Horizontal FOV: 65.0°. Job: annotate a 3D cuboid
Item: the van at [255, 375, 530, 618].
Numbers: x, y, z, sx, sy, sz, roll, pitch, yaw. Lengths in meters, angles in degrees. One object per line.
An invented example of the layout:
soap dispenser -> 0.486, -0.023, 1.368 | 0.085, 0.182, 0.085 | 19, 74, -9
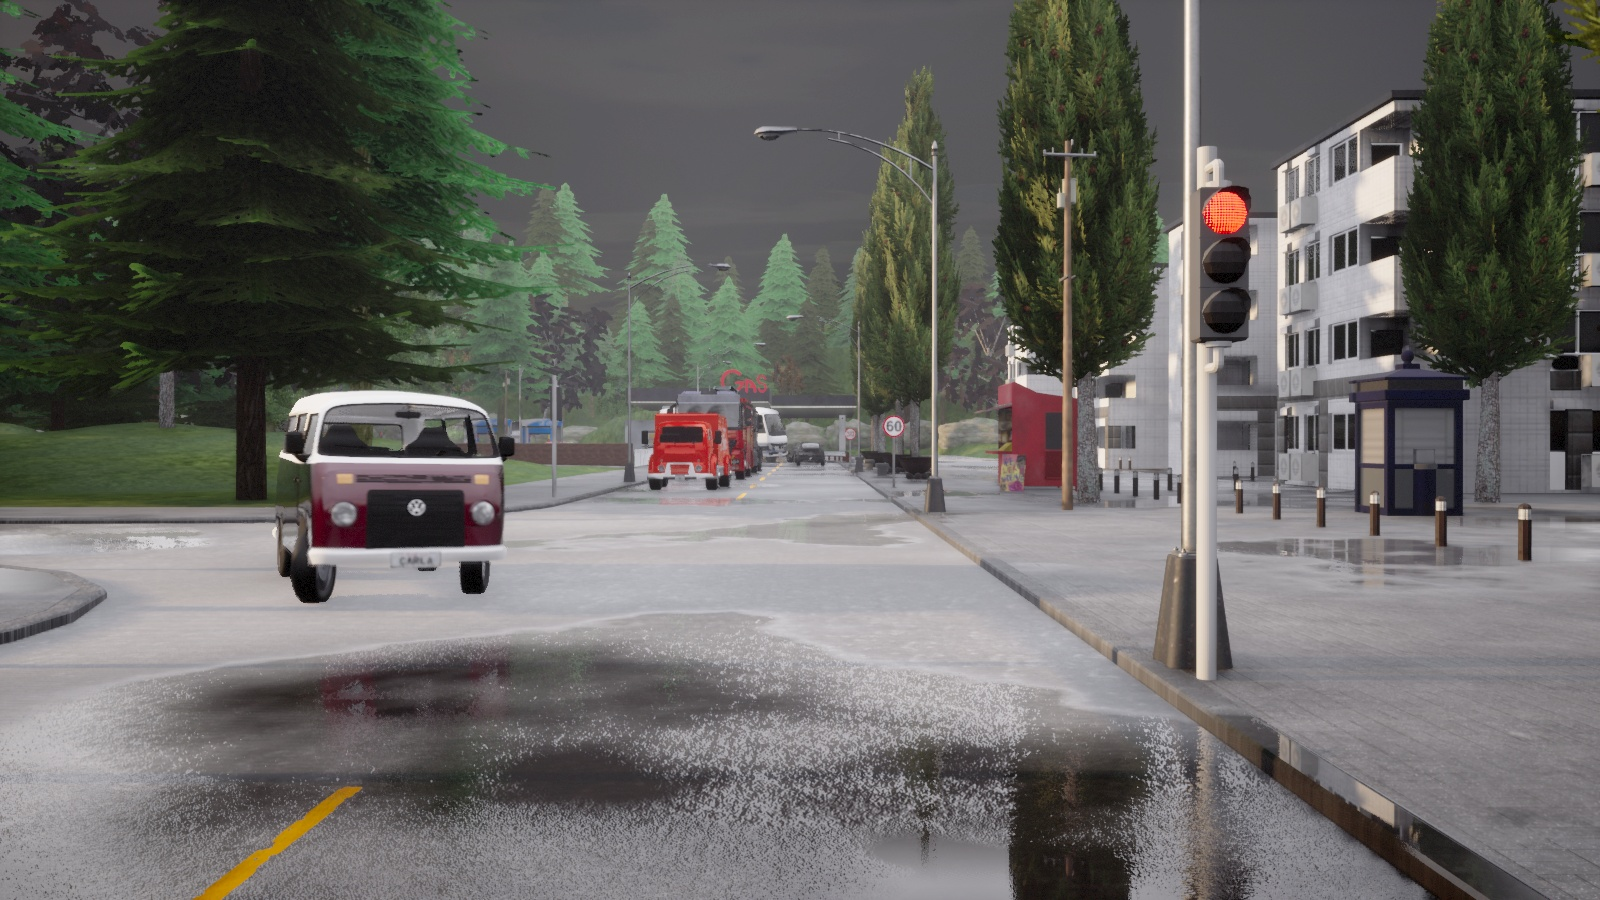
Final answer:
van -> -4.397, 0.392, 13.023 | 2.069, 2.038, 4.480 | 1, 0, -26

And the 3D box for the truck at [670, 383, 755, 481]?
truck -> -3.575, -0.721, 53.228 | 2.891, 3.827, 8.468 | 0, 0, 1

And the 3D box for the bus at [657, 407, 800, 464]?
bus -> -5.548, -1.171, 96.879 | 10.273, 4.253, 3.944 | 0, 2, 24

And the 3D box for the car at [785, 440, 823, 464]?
car -> 0.242, 0.146, 94.638 | 2.033, 1.649, 4.856 | 2, 0, -10

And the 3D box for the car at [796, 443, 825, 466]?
car -> 0.703, 0.280, 83.477 | 1.837, 1.490, 4.892 | 0, 0, 1

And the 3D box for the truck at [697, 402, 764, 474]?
truck -> -3.469, -0.603, 64.590 | 2.891, 3.462, 7.936 | 0, 0, 1

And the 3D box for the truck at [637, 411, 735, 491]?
truck -> -3.652, 0.024, 41.332 | 2.627, 2.467, 5.204 | 0, 0, 1
